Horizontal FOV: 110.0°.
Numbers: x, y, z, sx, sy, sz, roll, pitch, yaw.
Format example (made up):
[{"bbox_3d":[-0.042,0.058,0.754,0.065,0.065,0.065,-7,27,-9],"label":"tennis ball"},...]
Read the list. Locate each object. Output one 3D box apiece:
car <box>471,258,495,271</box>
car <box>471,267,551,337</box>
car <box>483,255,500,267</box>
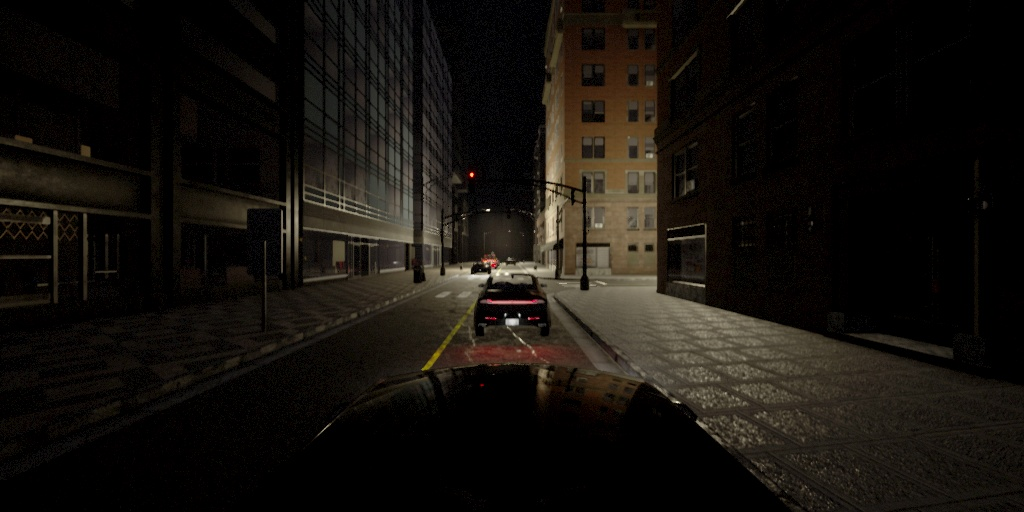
[{"bbox_3d":[-3.211,1.253,38.158,1.994,1.385,4.181,0,0,0],"label":"car"},{"bbox_3d":[0.016,1.231,10.285,2.128,1.511,4.902,0,0,0],"label":"car"},{"bbox_3d":[-3.233,0.882,51.616,2.150,2.045,5.566,0,1,0],"label":"car"}]
